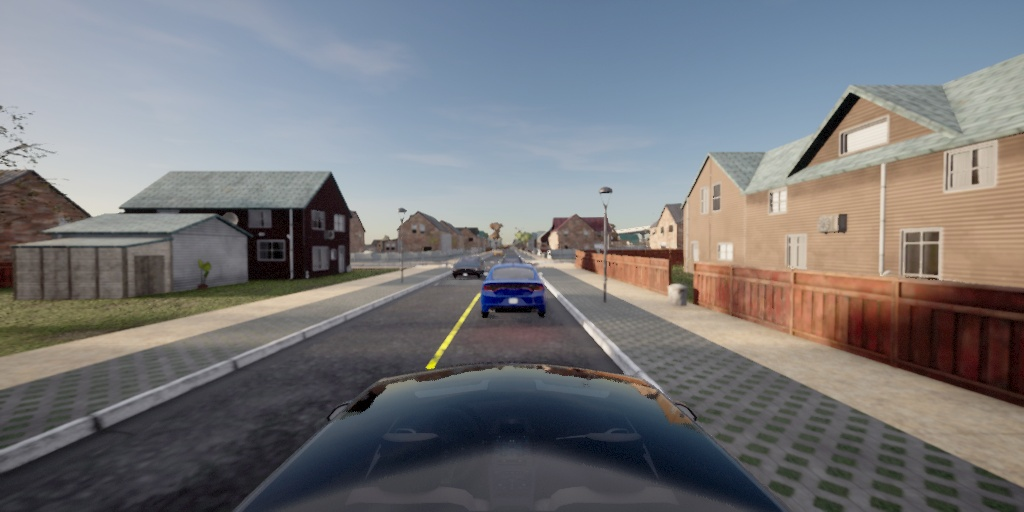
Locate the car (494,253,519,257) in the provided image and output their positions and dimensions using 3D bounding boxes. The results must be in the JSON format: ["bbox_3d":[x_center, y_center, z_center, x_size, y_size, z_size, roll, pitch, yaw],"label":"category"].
[{"bbox_3d":[-0.013,0.710,25.587,1.994,1.385,4.181,0,2,0],"label":"car"}]

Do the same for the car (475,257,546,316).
[{"bbox_3d":[0.042,0.969,11.989,1.882,1.535,5.008,0,2,0],"label":"car"}]

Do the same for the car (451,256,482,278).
[{"bbox_3d":[-2.896,0.712,24.906,2.033,1.411,5.357,0,1,0],"label":"car"}]
